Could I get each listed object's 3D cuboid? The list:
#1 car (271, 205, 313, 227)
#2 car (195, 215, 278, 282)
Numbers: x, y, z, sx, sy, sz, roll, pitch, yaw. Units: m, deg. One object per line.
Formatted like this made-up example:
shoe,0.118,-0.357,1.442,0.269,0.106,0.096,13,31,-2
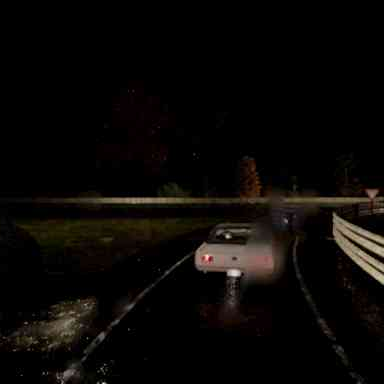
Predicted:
car,6.950,1.551,22.673,1.895,1.301,4.718,0,0,30
car,1.434,1.572,9.810,1.895,1.301,4.718,0,0,12
